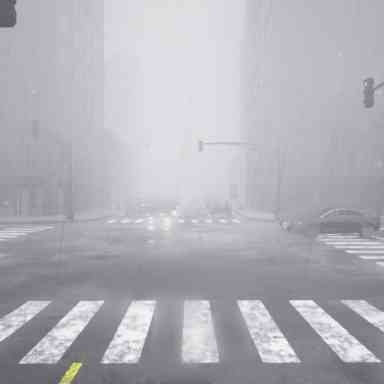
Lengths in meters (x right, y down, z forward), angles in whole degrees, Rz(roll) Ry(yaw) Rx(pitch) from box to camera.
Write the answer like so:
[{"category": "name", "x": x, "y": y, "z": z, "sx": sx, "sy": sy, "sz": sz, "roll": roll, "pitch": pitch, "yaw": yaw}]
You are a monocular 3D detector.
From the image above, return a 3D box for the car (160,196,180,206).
[{"category": "car", "x": -2.890, "y": 1.602, "z": 43.189, "sx": 1.895, "sy": 1.301, "sz": 4.718, "roll": 0, "pitch": 0, "yaw": 1}]

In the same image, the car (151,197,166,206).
[{"category": "car", "x": -5.586, "y": 1.566, "z": 56.105, "sx": 1.947, "sy": 1.339, "sz": 4.313, "roll": 0, "pitch": 0, "yaw": 0}]

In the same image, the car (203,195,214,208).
[{"category": "car", "x": 2.883, "y": 1.441, "z": 44.730, "sx": 1.967, "sy": 1.590, "sz": 4.097, "roll": 0, "pitch": 0, "yaw": 0}]

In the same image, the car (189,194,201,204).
[{"category": "car", "x": 0.311, "y": 1.524, "z": 63.797, "sx": 1.812, "sy": 1.442, "sz": 4.674, "roll": 0, "pitch": 0, "yaw": 0}]

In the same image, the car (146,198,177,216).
[{"category": "car", "x": -2.940, "y": 1.601, "z": 33.206, "sx": 1.895, "sy": 1.301, "sz": 4.718, "roll": 0, "pitch": 0, "yaw": 3}]

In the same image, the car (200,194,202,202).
[{"category": "car", "x": 2.968, "y": 1.524, "z": 61.907, "sx": 1.752, "sy": 1.417, "sz": 4.829, "roll": 0, "pitch": 0, "yaw": 0}]

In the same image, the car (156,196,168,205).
[{"category": "car", "x": -5.559, "y": 1.524, "z": 61.602, "sx": 1.752, "sy": 1.417, "sz": 4.829, "roll": 0, "pitch": 0, "yaw": 0}]

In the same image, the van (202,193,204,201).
[{"category": "van", "x": 2.939, "y": 1.341, "z": 56.068, "sx": 1.690, "sy": 1.788, "sz": 3.998, "roll": 0, "pitch": 0, "yaw": 0}]

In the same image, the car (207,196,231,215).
[{"category": "car", "x": 2.828, "y": 1.441, "z": 33.392, "sx": 1.967, "sy": 1.590, "sz": 4.097, "roll": 0, "pitch": 0, "yaw": 0}]

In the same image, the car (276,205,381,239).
[{"category": "car", "x": 7.031, "y": 1.500, "z": 16.894, "sx": 4.902, "sy": 1.511, "sz": 2.128, "roll": 0, "pitch": 0, "yaw": -10}]

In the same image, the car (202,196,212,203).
[{"category": "car", "x": 2.996, "y": 1.548, "z": 67.407, "sx": 2.008, "sy": 1.369, "sz": 4.403, "roll": 0, "pitch": 0, "yaw": 0}]

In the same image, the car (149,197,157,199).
[{"category": "car", "x": -5.670, "y": 1.441, "z": 39.100, "sx": 1.967, "sy": 1.590, "sz": 4.097, "roll": 0, "pitch": 0, "yaw": 0}]

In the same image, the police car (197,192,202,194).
[{"category": "police car", "x": 2.754, "y": 1.418, "z": 79.498, "sx": 1.930, "sy": 1.638, "sz": 5.238, "roll": 0, "pitch": 0, "yaw": 0}]

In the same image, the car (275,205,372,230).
[{"category": "car", "x": 8.089, "y": 1.552, "z": 20.954, "sx": 5.357, "sy": 1.411, "sz": 2.033, "roll": 0, "pitch": 0, "yaw": 6}]

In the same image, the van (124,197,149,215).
[{"category": "van", "x": -5.698, "y": 1.341, "z": 33.431, "sx": 1.690, "sy": 1.788, "sz": 3.998, "roll": 0, "pitch": 0, "yaw": 0}]

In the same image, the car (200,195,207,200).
[{"category": "car", "x": 3.108, "y": 1.554, "z": 90.084, "sx": 1.947, "sy": 1.339, "sz": 4.313, "roll": 0, "pitch": 0, "yaw": 0}]

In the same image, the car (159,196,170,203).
[{"category": "car", "x": -5.530, "y": 1.563, "z": 67.441, "sx": 1.947, "sy": 1.339, "sz": 4.313, "roll": 0, "pitch": 0, "yaw": 0}]

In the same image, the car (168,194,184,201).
[{"category": "car", "x": -2.829, "y": 1.548, "z": 53.879, "sx": 2.033, "sy": 1.411, "sz": 5.357, "roll": 0, "pitch": 0, "yaw": 1}]
